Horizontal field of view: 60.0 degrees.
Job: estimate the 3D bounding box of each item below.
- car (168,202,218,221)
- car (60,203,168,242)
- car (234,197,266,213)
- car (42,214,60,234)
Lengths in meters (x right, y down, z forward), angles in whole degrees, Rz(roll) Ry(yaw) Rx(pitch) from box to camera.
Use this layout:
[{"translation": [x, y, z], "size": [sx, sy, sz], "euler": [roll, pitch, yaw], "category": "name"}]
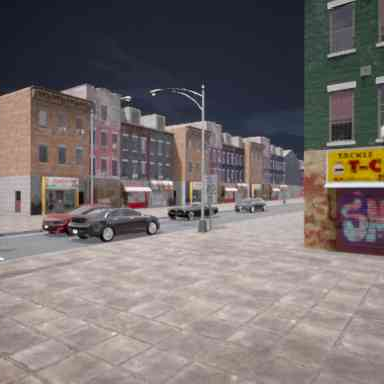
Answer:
[{"translation": [0.124, 1.470, 26.280], "size": [1.895, 1.301, 4.718], "euler": [0, 0, 36], "category": "car"}, {"translation": [-3.586, 1.441, 16.197], "size": [1.837, 1.490, 4.892], "euler": [0, 0, 36], "category": "car"}, {"translation": [6.157, 1.320, 34.670], "size": [1.837, 1.490, 4.892], "euler": [0, 0, 36], "category": "car"}, {"translation": [-5.657, 1.399, 18.189], "size": [1.882, 1.535, 5.008], "euler": [0, 0, 34], "category": "car"}]
